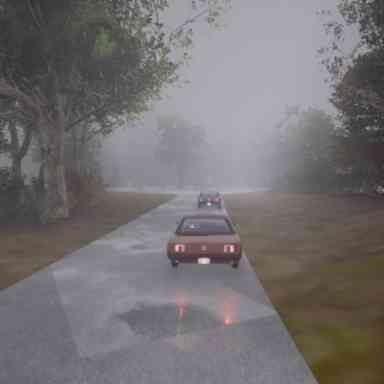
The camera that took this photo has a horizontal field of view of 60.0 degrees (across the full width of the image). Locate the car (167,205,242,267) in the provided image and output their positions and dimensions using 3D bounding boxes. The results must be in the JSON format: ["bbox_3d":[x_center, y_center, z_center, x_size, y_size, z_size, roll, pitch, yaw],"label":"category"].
[{"bbox_3d":[0.418,1.330,10.358,1.895,1.301,4.718,0,2,3],"label":"car"}]

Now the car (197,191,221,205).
[{"bbox_3d":[1.506,0.555,28.440,1.895,1.301,4.718,0,3,4],"label":"car"}]
